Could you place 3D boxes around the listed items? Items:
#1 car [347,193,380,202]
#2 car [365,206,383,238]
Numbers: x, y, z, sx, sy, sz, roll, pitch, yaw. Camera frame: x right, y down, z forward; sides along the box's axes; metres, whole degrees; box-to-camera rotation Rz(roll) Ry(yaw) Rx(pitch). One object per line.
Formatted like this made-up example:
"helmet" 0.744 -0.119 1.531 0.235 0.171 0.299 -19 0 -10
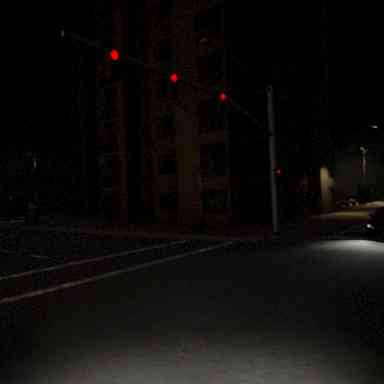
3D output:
"car" 29.042 0.958 56.359 5.008 1.535 1.882 -2 0 40
"car" 9.673 1.387 15.923 1.812 1.442 4.674 -3 0 39
